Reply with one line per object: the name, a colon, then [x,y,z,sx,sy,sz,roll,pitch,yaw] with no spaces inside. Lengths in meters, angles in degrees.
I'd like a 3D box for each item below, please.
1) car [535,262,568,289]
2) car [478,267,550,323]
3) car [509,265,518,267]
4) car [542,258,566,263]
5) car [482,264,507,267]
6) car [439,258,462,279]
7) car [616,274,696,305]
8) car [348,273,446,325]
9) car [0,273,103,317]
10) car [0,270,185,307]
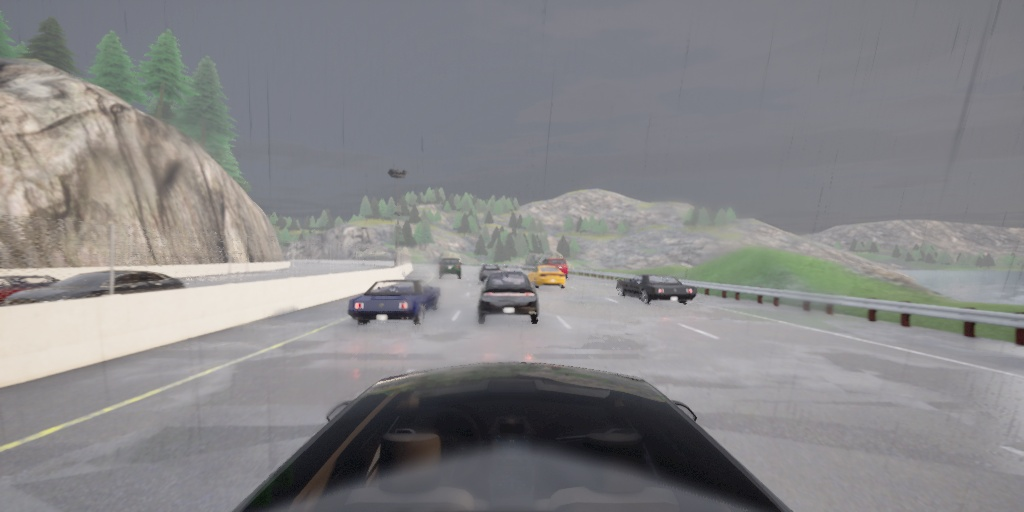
car: [2.341,1.416,25.183,1.882,1.535,5.008,0,0,-6]
car: [-0.168,1.322,12.459,2.128,1.511,4.902,0,0,-2]
car: [-0.198,1.654,41.825,1.895,1.301,4.718,0,0,-11]
car: [4.180,1.262,37.563,2.150,2.045,5.566,0,0,-10]
car: [-1.926,1.457,31.248,2.128,1.511,4.902,0,0,-8]
car: [-6.332,1.210,36.844,2.150,2.045,5.566,0,0,-9]
car: [6.603,1.496,17.092,1.895,1.301,4.718,0,0,-3]
car: [-3.635,1.413,12.046,1.895,1.301,4.718,0,0,-2]
car: [-17.858,1.354,12.512,1.895,1.301,4.718,0,0,-3]
car: [-14.398,1.276,12.800,1.837,1.490,4.892,0,0,-3]
